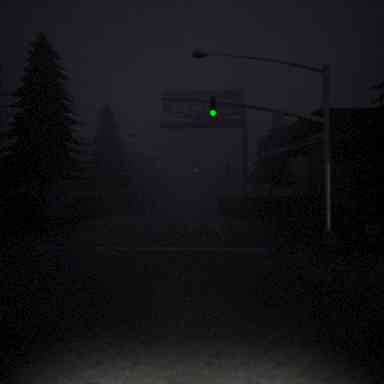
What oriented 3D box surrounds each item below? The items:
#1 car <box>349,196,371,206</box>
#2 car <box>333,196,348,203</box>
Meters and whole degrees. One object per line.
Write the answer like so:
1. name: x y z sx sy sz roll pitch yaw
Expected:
1. car: 34.442 2.011 67.610 2.007 1.523 4.514 0 0 -1
2. car: 37.763 1.925 85.735 1.905 1.878 3.866 0 0 -1
